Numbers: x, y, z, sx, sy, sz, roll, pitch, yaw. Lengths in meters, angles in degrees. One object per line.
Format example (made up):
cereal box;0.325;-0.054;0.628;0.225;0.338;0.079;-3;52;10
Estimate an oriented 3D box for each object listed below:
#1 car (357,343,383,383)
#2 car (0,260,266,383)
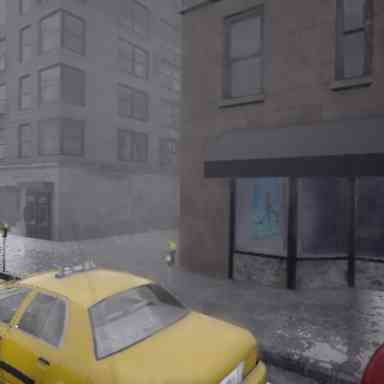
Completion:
car;3.045;1.319;0.775;5.009;1.841;2.192;0;1;36
car;-1.573;1.520;4.074;4.829;1.417;1.752;0;1;36
